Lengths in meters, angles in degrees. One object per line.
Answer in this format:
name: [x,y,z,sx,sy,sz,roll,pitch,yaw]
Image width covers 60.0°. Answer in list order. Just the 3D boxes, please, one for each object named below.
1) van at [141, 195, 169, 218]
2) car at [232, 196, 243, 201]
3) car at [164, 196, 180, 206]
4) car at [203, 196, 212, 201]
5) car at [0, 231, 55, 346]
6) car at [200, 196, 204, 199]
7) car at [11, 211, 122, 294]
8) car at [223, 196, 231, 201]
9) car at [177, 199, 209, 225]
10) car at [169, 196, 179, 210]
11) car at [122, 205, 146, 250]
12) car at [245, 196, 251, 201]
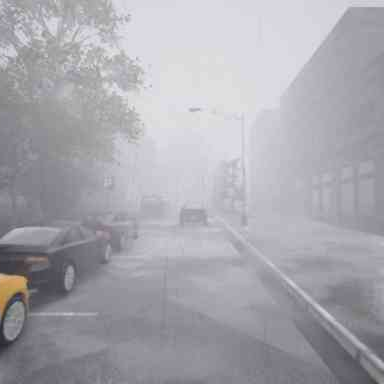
van: [-3.625,1.315,31.408,1.878,1.987,4.442,1,0,2]
car: [10.383,1.753,84.814,2.231,1.521,4.892,-4,-3,42]
car: [-3.158,1.485,54.072,2.097,1.535,5.008,0,0,2]
car: [3.416,1.589,75.620,2.231,1.521,4.892,-2,-1,29]
car: [-3.637,1.490,3.435,2.097,1.535,5.008,1,0,2]
car: [0.114,1.577,42.676,2.033,1.411,5.357,0,0,0]
car: [-3.644,1.506,8.996,2.097,1.535,5.008,0,0,2]
car: [6.854,1.657,80.366,2.097,1.535,5.008,-3,-4,36]
car: [0.101,1.541,24.902,1.882,1.535,5.008,0,0,0]
car: [-3.400,1.378,48.369,2.185,1.767,4.553,-1,1,2]
car: [-3.646,1.552,14.603,2.163,1.488,4.792,0,0,2]
car: [14.494,1.855,88.608,5.008,1.535,2.097,1,-4,-40]
